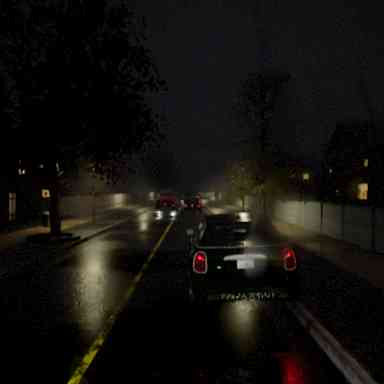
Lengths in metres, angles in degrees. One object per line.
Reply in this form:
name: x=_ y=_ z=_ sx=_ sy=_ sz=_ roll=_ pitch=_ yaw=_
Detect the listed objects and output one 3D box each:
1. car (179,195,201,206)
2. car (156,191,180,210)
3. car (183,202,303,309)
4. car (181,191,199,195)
car: x=0.048 y=1.313 z=33.435 sx=2.033 sy=1.411 sz=5.357 roll=0 pitch=0 yaw=0
car: x=-2.869 y=0.955 z=38.166 sx=2.150 sy=2.045 sz=5.566 roll=0 pitch=0 yaw=0
car: x=0.927 y=1.262 z=7.883 sx=2.097 sy=1.767 sz=4.553 roll=-2 pitch=0 yaw=0
car: x=0.008 y=0.913 z=44.613 sx=2.150 sy=2.045 sz=5.566 roll=0 pitch=0 yaw=1
